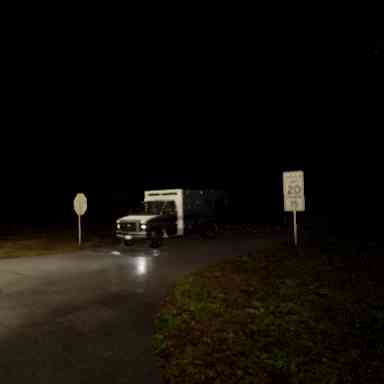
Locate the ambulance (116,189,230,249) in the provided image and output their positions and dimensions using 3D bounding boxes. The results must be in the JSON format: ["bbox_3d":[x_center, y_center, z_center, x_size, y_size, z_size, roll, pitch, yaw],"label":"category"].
[{"bbox_3d":[-0.708,1.118,15.961,2.351,2.431,6.366,-3,-2,36],"label":"ambulance"}]
